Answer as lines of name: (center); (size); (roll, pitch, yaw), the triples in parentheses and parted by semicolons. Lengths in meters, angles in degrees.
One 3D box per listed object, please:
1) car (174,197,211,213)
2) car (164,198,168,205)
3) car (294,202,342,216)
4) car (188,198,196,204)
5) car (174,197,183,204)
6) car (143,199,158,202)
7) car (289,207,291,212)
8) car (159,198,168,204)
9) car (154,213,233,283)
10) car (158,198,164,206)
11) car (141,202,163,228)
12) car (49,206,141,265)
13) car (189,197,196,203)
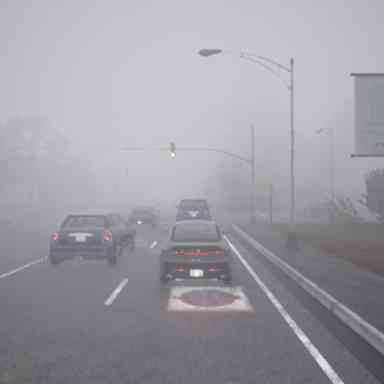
car: (0.104, 1.430, 21.816); (2.150, 2.045, 5.566); (0, 0, 0)
car: (-6.975, 2.169, 72.991); (1.882, 1.535, 5.008); (0, -1, 0)
car: (14.064, 1.851, 36.454); (4.892, 1.490, 1.837); (0, -1, 3)
car: (0.029, 2.263, 83.709); (1.882, 1.535, 5.008); (0, -1, 0)
car: (-3.470, 2.168, 85.927); (2.097, 1.767, 4.553); (0, -1, 0)
car: (-7.067, 2.032, 53.487); (1.812, 1.442, 4.674); (0, -1, 0)
car: (14.468, 1.926, 39.937); (5.357, 1.411, 2.033); (0, -1, 3)
car: (-6.972, 2.279, 82.948); (1.837, 1.490, 4.892); (0, -1, 0)
car: (0.104, 1.601, 9.953); (1.837, 1.490, 4.892); (0, 0, 0)
car: (-7.014, 2.146, 63.213); (2.033, 1.411, 5.357); (0, -1, 1)
car: (-3.392, 1.734, 24.005); (1.837, 1.490, 4.892); (0, 0, 0)
car: (-3.395, 1.469, 12.254); (2.097, 1.767, 4.553); (0, -1, 0)
car: (0.032, 2.251, 94.129); (1.882, 1.535, 5.008); (0, -1, 0)
